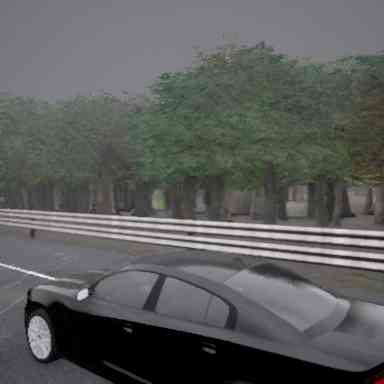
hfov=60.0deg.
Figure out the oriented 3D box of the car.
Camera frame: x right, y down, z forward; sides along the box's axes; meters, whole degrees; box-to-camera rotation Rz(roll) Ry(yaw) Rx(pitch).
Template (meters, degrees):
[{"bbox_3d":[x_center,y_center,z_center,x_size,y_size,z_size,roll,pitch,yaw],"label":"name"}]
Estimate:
[{"bbox_3d":[-0.172,1.490,4.171,5.008,1.535,1.882,0,0,36],"label":"car"}]
